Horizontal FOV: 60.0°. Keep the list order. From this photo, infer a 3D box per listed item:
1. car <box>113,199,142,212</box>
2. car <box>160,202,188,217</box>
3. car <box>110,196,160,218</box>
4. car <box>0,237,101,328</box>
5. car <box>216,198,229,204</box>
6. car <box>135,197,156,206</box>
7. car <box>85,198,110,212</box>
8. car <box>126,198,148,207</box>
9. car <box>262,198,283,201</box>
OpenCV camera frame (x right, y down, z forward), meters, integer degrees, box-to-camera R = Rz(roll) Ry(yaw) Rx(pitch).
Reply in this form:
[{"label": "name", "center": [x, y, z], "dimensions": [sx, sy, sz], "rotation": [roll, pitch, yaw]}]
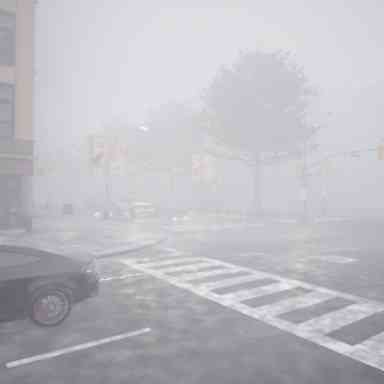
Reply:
[{"label": "car", "center": [-8.453, 1.732, 43.061], "dimensions": [1.837, 1.490, 4.892], "rotation": [1, -1, -35]}, {"label": "car", "center": [-2.617, 1.775, 34.896], "dimensions": [2.033, 1.411, 5.357], "rotation": [1, -1, -36]}, {"label": "car", "center": [-5.842, 1.405, 33.397], "dimensions": [2.150, 2.045, 5.566], "rotation": [1, -1, -36]}, {"label": "car", "center": [-3.894, 1.524, 5.496], "dimensions": [4.674, 1.442, 1.812], "rotation": [1, -1, -36]}, {"label": "car", "center": [6.244, 2.030, 75.517], "dimensions": [2.161, 1.482, 4.786], "rotation": [1, -1, -36]}, {"label": "car", "center": [-8.892, 1.851, 63.645], "dimensions": [1.882, 1.535, 5.008], "rotation": [1, -1, -36]}, {"label": "car", "center": [-11.690, 1.535, 41.577], "dimensions": [2.097, 1.767, 4.553], "rotation": [1, -1, -35]}, {"label": "car", "center": [-9.758, 1.833, 58.689], "dimensions": [1.837, 1.490, 4.892], "rotation": [1, -1, -36]}, {"label": "car", "center": [16.720, 1.990, 68.034], "dimensions": [2.002, 1.452, 4.674], "rotation": [1, -1, -36]}]
